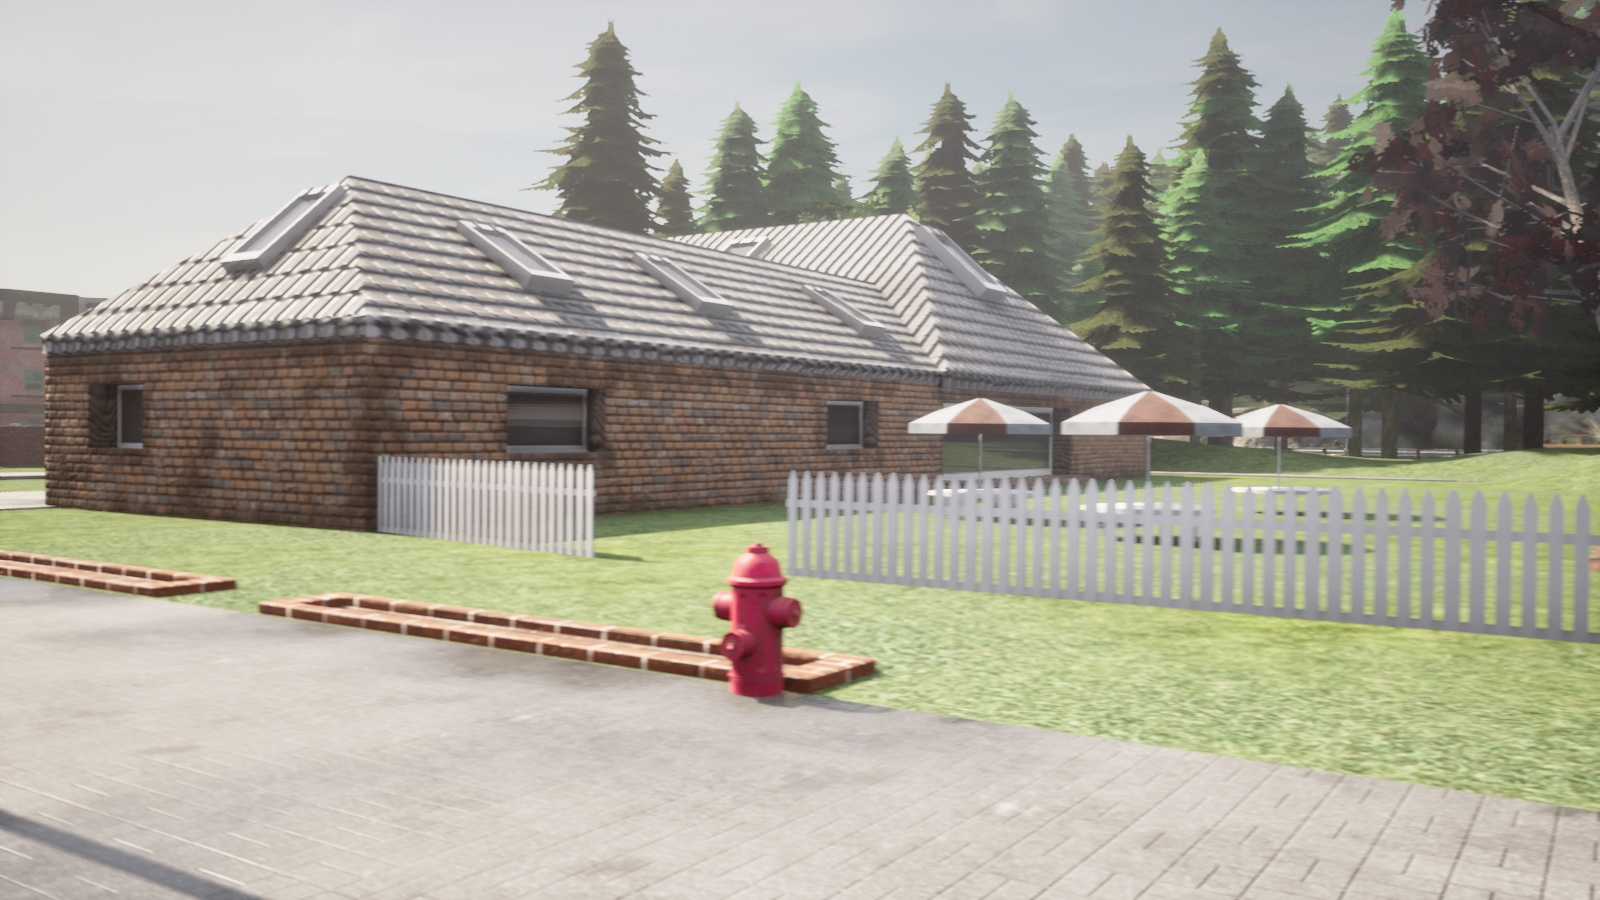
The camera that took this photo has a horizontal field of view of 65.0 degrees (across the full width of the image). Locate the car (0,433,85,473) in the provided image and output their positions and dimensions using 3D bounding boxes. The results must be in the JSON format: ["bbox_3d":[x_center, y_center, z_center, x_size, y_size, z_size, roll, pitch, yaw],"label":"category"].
[{"bbox_3d":[-35.559,0.129,57.333,2.097,1.767,4.553,0,1,34],"label":"car"}]

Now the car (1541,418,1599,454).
[{"bbox_3d":[41.488,-0.725,65.710,4.605,1.855,1.932,0,1,34],"label":"car"}]
